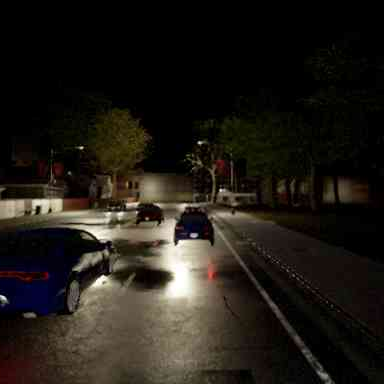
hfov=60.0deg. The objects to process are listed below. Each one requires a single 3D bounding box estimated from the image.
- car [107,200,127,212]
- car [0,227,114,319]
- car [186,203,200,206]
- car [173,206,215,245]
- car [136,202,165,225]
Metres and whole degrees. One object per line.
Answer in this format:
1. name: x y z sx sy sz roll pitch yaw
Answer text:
1. car: -9.830 1.881 43.982 1.837 1.490 4.892 0 -1 0
2. car: -3.151 1.534 7.644 1.882 1.535 5.008 0 0 0
3. car: 0.071 1.815 34.880 2.033 1.411 5.357 0 -1 0
4. car: 0.086 1.636 16.045 1.812 1.442 4.674 0 0 0
5. car: -3.163 1.719 25.742 1.812 1.442 4.674 0 0 0
